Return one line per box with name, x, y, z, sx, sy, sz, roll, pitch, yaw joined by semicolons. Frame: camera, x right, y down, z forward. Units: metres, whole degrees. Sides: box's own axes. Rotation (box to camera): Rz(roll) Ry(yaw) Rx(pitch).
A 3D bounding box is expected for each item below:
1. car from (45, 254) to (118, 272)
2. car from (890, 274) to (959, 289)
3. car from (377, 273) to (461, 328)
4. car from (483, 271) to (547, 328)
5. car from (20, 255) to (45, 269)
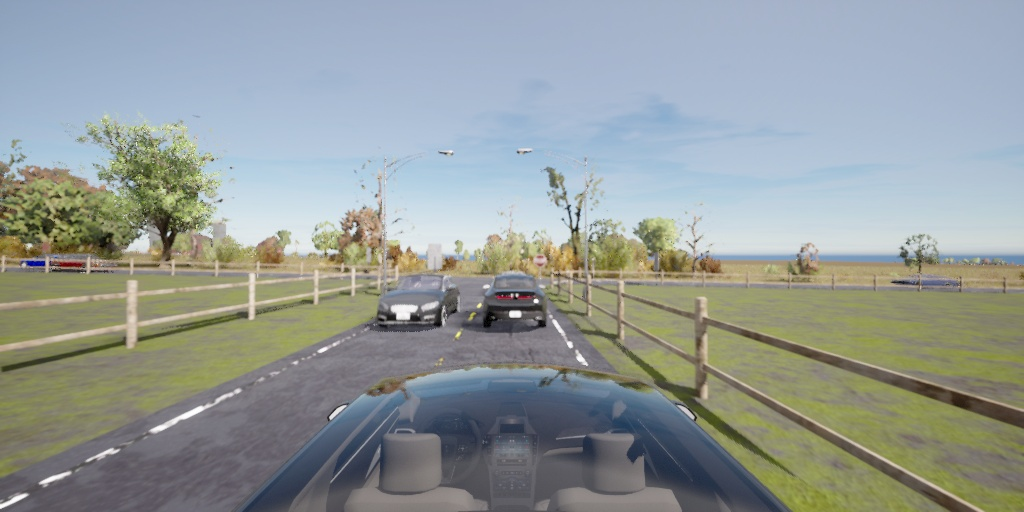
car;-40.431;0.609;34.022;4.553;1.767;2.097;1;0;0
car;42.546;2.575;37.015;5.357;1.411;2.033;1;0;0
car;-2.857;1.344;11.870;2.128;1.511;4.902;0;-1;0
car;0.081;1.355;11.907;1.837;1.490;4.892;0;-1;0
car;-47.381;0.578;36.914;5.008;1.535;1.882;1;0;1
